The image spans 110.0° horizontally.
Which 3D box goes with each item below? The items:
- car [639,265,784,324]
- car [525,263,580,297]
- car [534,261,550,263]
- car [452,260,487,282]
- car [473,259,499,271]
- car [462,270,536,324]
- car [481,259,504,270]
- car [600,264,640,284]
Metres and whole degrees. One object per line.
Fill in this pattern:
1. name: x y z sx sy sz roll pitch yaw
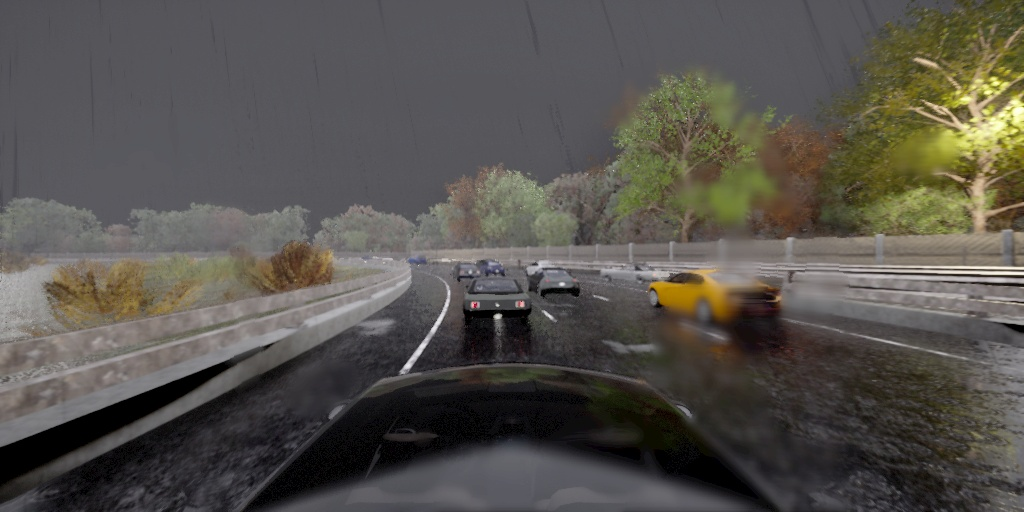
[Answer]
1. car: 6.356 1.179 11.919 1.882 1.535 5.008 0 0 -5
2. car: 2.000 1.262 18.489 1.994 1.385 4.181 0 0 -9
3. car: 2.603 1.187 31.892 1.812 1.442 4.674 0 0 -15
4. car: -3.705 1.240 28.742 2.033 1.411 5.357 0 0 -15
5. car: -3.553 1.147 48.525 1.837 1.490 4.892 0 1 -26
6. car: -0.594 1.326 11.818 1.895 1.301 4.718 0 0 -5
7. car: -2.056 1.195 35.230 1.812 1.442 4.674 0 0 -18
8. car: 8.613 1.258 25.791 1.895 1.301 4.718 0 0 -33
